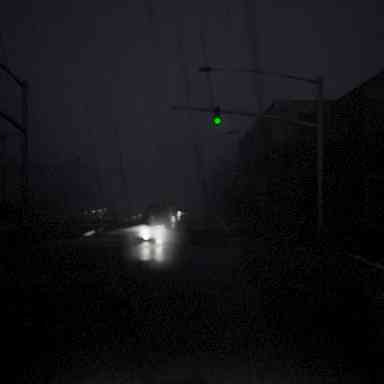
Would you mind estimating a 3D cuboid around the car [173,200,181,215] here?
[{"bbox_3d":[-2.762,1.668,37.936,2.097,1.767,4.553,0,0,1],"label":"car"}]

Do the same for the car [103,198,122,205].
[{"bbox_3d":[-20.379,2.407,85.163,4.611,1.667,2.242,0,0,1],"label":"car"}]

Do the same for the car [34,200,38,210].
[{"bbox_3d":[-24.842,2.023,51.850,1.970,1.475,3.806,0,0,1],"label":"car"}]

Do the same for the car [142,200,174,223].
[{"bbox_3d":[-2.967,1.728,28.084,2.128,1.511,4.902,0,0,1],"label":"car"}]

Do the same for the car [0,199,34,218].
[{"bbox_3d":[-18.193,1.796,33.240,2.007,1.523,4.514,0,0,1],"label":"car"}]

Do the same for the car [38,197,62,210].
[{"bbox_3d":[-21.530,1.727,51.182,1.905,1.878,3.866,0,0,1],"label":"car"}]
